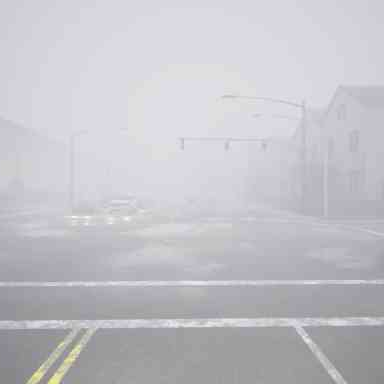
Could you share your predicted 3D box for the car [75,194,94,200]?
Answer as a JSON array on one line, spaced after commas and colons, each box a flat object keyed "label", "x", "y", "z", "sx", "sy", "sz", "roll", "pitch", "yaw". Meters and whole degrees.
[{"label": "car", "x": -28.939, "y": 1.453, "z": 89.704, "sx": 2.038, "sy": 1.542, "sz": 4.974, "roll": 0, "pitch": 0, "yaw": 29}]

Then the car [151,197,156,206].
[{"label": "car", "x": -7.070, "y": 1.478, "z": 54.587, "sx": 1.882, "sy": 1.535, "sz": 5.008, "roll": 0, "pitch": 0, "yaw": 0}]

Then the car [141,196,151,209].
[{"label": "car", "x": -7.084, "y": 1.505, "z": 44.199, "sx": 1.837, "sy": 1.490, "sz": 4.892, "roll": 0, "pitch": 0, "yaw": 0}]

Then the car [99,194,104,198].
[{"label": "car", "x": -10.585, "y": 1.221, "z": 42.875, "sx": 2.150, "sy": 2.045, "sz": 5.566, "roll": 0, "pitch": 0, "yaw": 0}]

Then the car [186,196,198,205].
[{"label": "car", "x": 0.020, "y": 1.492, "z": 58.605, "sx": 2.128, "sy": 1.511, "sz": 4.902, "roll": 0, "pitch": 0, "yaw": 0}]

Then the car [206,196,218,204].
[{"label": "car", "x": 3.620, "y": 1.526, "z": 61.196, "sx": 1.812, "sy": 1.442, "sz": 4.674, "roll": 0, "pitch": 0, "yaw": 0}]

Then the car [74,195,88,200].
[{"label": "car", "x": -28.182, "y": 1.295, "z": 84.378, "sx": 1.853, "sy": 1.218, "sz": 4.536, "roll": 0, "pitch": 0, "yaw": -36}]

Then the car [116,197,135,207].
[{"label": "car", "x": -10.578, "y": 1.547, "z": 53.120, "sx": 2.033, "sy": 1.411, "sz": 5.357, "roll": 0, "pitch": 0, "yaw": 0}]

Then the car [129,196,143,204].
[{"label": "car", "x": -10.523, "y": 1.526, "z": 63.202, "sx": 1.812, "sy": 1.442, "sz": 4.674, "roll": 0, "pitch": 0, "yaw": 1}]

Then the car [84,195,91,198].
[{"label": "car", "x": -28.151, "y": 1.453, "z": 84.337, "sx": 2.038, "sy": 1.542, "sz": 4.974, "roll": 0, "pitch": 0, "yaw": -36}]

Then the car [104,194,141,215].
[{"label": "car", "x": -7.089, "y": 1.221, "z": 34.646, "sx": 2.150, "sy": 2.045, "sz": 5.566, "roll": 0, "pitch": 0, "yaw": 0}]

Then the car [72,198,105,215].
[{"label": "car", "x": -10.589, "y": 1.564, "z": 33.615, "sx": 1.994, "sy": 1.385, "sz": 4.181, "roll": 0, "pitch": 0, "yaw": 0}]
